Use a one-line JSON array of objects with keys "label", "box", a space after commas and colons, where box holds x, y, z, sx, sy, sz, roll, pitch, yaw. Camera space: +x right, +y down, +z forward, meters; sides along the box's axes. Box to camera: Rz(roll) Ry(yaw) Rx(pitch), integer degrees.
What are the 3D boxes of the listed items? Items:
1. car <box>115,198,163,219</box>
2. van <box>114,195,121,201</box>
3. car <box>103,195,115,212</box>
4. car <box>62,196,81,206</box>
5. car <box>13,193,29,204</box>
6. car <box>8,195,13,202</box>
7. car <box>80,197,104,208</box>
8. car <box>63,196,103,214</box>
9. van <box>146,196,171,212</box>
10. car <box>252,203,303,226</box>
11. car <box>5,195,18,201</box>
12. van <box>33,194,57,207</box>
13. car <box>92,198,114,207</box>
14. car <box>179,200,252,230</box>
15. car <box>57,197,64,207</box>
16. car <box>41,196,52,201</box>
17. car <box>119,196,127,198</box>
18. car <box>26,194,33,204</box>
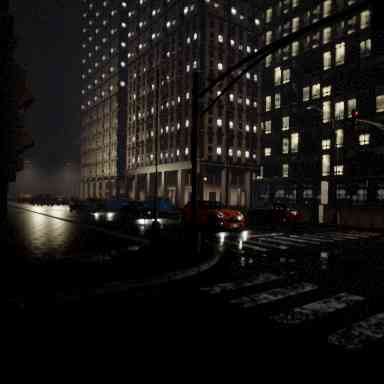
[{"label": "car", "box": [-4.614, 1.501, 28.630, 1.994, 1.385, 4.181, 1, -1, -35]}, {"label": "van", "box": [-10.560, 1.368, 46.996, 1.690, 1.788, 3.998, 1, -1, -35]}, {"label": "car", "box": [-10.728, 1.400, 37.242, 1.882, 1.535, 5.008, 1, -1, -36]}, {"label": "car", "box": [-20.468, 1.465, 56.288, 1.837, 1.490, 4.892, 1, -1, -35]}, {"label": "car", "box": [-30.479, 1.155, 60.560, 2.192, 1.841, 5.009, 1, -1, -35]}, {"label": "car", "box": [-37.027, 1.397, 69.766, 1.947, 1.339, 4.313, 1, -1, -35]}, {"label": "car", "box": [-14.449, 1.497, 47.904, 1.812, 1.442, 4.674, 1, -1, -35]}, {"label": "car", "box": [-10.850, 1.427, 32.932, 2.008, 1.369, 4.403, 1, -1, -35]}, {"label": "van", "box": [-4.016, 1.382, 37.787, 1.690, 1.788, 3.998, 1, -1, -35]}, {"label": "car", "box": [5.799, 1.505, 23.973, 1.967, 1.590, 4.097, 1, -1, -35]}, {"label": "car", "box": [-40.298, 1.378, 74.370, 2.008, 1.369, 4.403, 1, -1, -35]}, {"label": "van", "box": [-20.662, 1.197, 46.747, 1.690, 1.788, 3.998, 1, -1, -35]}, {"label": "car", "box": [-13.837, 1.586, 51.598, 1.947, 1.339, 4.313, 1, -1, -35]}, {"label": "car", "box": [1.144, 1.303, 20.531, 2.097, 1.767, 4.553, 1, -1, -35]}, {"label": "car", "box": [-19.534, 1.435, 49.795, 2.128, 1.511, 4.902, 1, -1, -35]}, {"label": "car", "box": [-36.742, 1.570, 83.828, 1.802, 1.307, 4.206, 1, -1, -35]}, {"label": "car", "box": [-7.292, 1.584, 42.389, 2.008, 1.369, 4.403, 1, -1, -35]}, {"label": "car", "box": [-23.939, 1.432, 51.348, 1.802, 1.307, 4.206, 1, -1, -35]}]
